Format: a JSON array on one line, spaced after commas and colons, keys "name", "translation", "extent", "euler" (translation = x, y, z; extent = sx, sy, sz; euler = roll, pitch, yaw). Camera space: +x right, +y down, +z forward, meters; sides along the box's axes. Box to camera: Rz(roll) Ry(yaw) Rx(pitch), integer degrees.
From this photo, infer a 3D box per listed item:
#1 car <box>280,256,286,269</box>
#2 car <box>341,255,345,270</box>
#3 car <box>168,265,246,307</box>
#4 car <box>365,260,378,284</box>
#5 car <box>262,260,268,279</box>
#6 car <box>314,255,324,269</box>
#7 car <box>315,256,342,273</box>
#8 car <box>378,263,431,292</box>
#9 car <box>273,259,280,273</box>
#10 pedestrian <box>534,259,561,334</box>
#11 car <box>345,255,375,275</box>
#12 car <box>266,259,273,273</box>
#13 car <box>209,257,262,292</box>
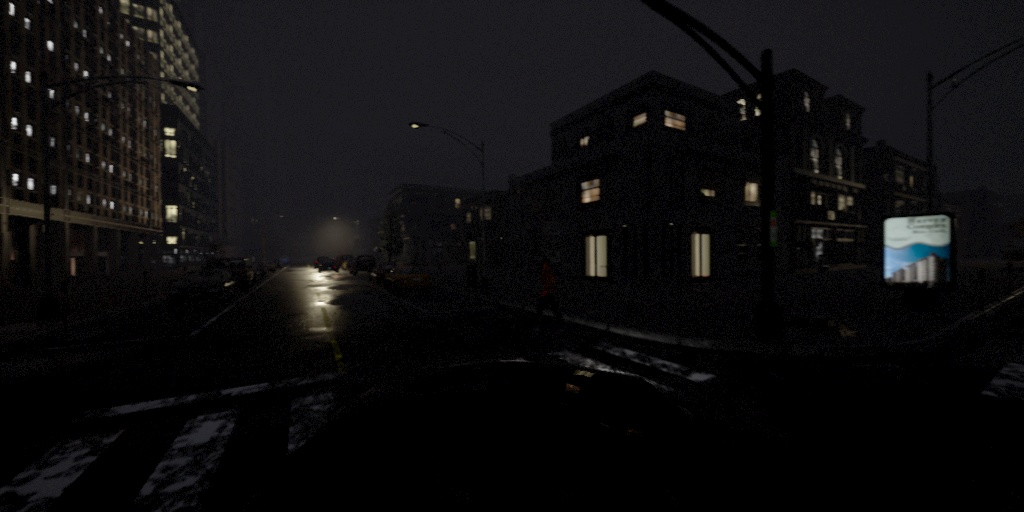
[{"name": "car", "translation": [-32.354, 1.062, 48.814], "extent": [1.948, 1.339, 4.313], "euler": [0, 0, -30]}, {"name": "car", "translation": [-19.645, 0.963, 43.557], "extent": [1.751, 1.417, 4.829], "euler": [0, 0, -30]}, {"name": "car", "translation": [-12.979, 1.242, 15.246], "extent": [2.007, 1.370, 4.403], "euler": [0, 0, -30]}, {"name": "car", "translation": [-8.488, 1.131, 24.228], "extent": [1.802, 1.307, 4.207], "euler": [0, 0, -30]}, {"name": "car", "translation": [-18.515, 1.184, 24.837], "extent": [2.007, 1.370, 4.403], "euler": [0, 0, -30]}, {"name": "car", "translation": [-24.927, 0.797, 47.329], "extent": [2.097, 1.767, 4.553], "euler": [-1, 1, -30]}, {"name": "car", "translation": [-19.431, 1.022, 37.893], "extent": [1.812, 1.442, 4.674], "euler": [-1, 1, -30]}, {"name": "car", "translation": [-5.805, 1.104, 19.579], "extent": [1.751, 1.417, 4.829], "euler": [0, 0, -30]}, {"name": "car", "translation": [-26.734, 1.075, 39.076], "extent": [1.751, 1.417, 4.829], "euler": [0, 0, -30]}, {"name": "pedestrian", "translation": [0.846, 0.938, 8.570], "extent": [0.375, 1.860, 0.375], "euler": [-1, 0, -30]}, {"name": "car", "translation": [-14.024, 0.807, 33.818], "extent": [2.192, 1.841, 5.009], "euler": [0, 0, -30]}, {"name": "car", "translation": [-21.283, 1.150, 29.632], "extent": [1.888, 1.381, 4.507], "euler": [0, 0, -30]}, {"name": "car", "translation": [-15.747, 0.977, 20.041], "extent": [2.192, 1.841, 5.009], "euler": [0, 0, -30]}]
